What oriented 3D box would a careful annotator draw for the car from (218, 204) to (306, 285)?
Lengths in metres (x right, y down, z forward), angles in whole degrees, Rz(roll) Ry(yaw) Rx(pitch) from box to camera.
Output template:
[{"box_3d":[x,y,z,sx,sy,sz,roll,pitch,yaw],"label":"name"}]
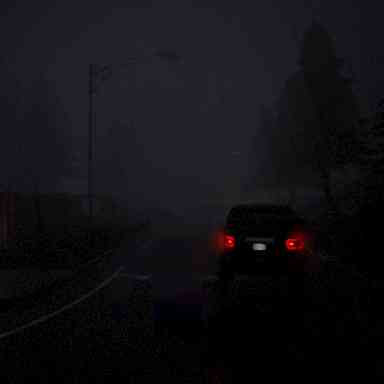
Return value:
[{"box_3d":[2.235,1.365,10.229,2.150,2.045,5.566,0,0,15],"label":"car"}]
